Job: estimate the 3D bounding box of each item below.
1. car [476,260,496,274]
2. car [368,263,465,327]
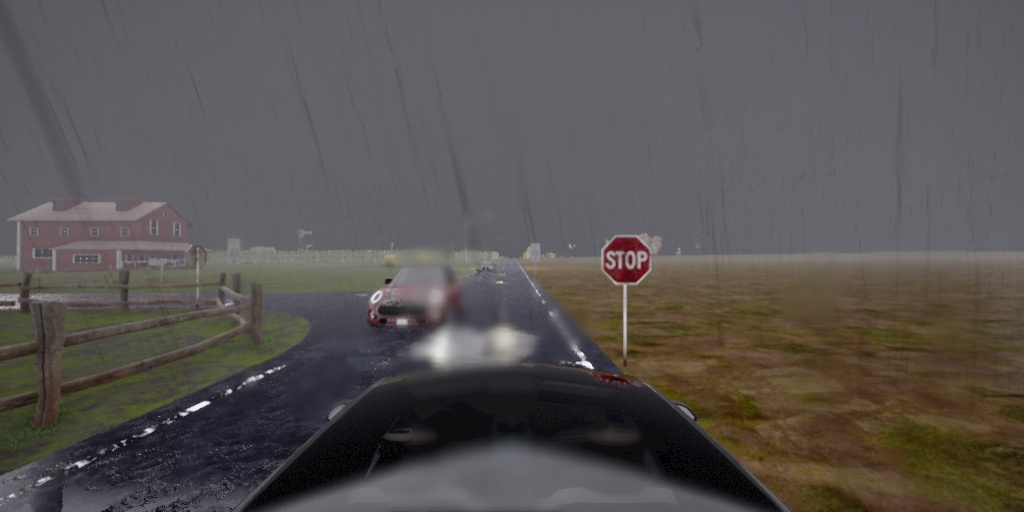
[{"bbox_3d":[-2.731,1.182,39.241,1.994,1.385,4.181,0,0,0],"label":"car"},{"bbox_3d":[-2.747,1.054,11.246,2.097,1.767,4.553,0,0,0],"label":"car"}]
